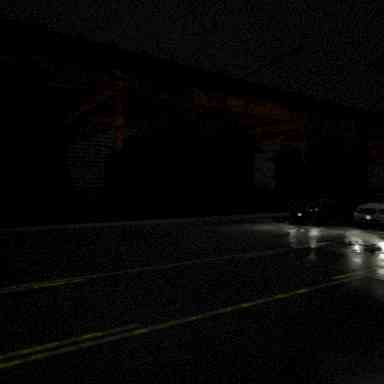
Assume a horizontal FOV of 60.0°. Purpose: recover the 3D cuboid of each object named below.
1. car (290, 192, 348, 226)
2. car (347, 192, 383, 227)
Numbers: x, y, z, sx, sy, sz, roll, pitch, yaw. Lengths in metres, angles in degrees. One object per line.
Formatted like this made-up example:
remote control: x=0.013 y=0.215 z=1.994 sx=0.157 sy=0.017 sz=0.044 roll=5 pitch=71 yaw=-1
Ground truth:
car: x=9.033 y=1.038 z=22.208 sx=5.566 sy=2.045 sz=2.150 roll=0 pitch=1 yaw=-33
car: x=12.171 y=1.056 z=20.062 sx=5.566 sy=2.045 sz=2.150 roll=0 pitch=1 yaw=-33
